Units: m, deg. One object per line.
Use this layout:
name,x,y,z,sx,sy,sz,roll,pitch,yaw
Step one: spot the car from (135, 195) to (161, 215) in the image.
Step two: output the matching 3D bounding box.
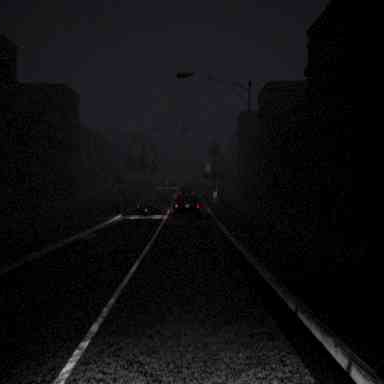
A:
car,-3.618,1.043,28.235,1.812,1.442,4.674,0,3,-1

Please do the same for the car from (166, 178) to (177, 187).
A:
car,-4.297,-1.978,68.889,2.097,1.767,4.553,0,4,-1

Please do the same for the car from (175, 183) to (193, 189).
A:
car,-0.691,-0.023,42.520,2.097,1.767,4.553,0,4,-1

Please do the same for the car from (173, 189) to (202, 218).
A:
car,-0.378,0.959,25.894,2.097,1.767,4.553,0,2,-1
